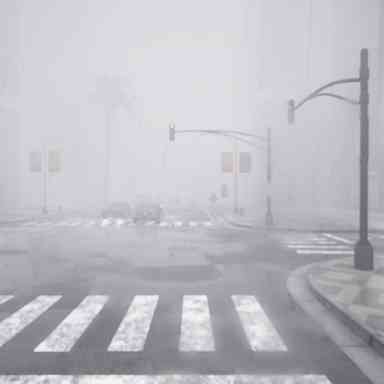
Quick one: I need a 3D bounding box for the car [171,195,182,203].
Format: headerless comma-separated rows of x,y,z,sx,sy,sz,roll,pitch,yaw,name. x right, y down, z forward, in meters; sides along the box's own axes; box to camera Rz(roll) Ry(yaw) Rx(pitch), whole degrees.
-3.212,1.418,70.080,2.097,1.767,4.553,0,0,0,car

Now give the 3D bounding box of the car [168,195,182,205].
-3.218,1.454,60.044,2.097,1.767,4.553,0,0,0,car

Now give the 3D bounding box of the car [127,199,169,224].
-3.134,1.520,24.584,2.033,1.411,5.357,0,0,0,car

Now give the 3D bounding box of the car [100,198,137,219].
-6.582,1.524,29.568,2.033,1.411,5.357,0,0,0,car

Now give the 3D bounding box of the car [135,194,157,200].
-6.572,1.240,45.867,2.150,2.045,5.566,0,0,0,car

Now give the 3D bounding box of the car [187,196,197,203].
0.038,1.603,70.106,2.033,1.411,5.357,0,0,0,car

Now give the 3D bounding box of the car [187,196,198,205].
0.083,1.703,60.102,1.895,1.301,4.718,0,0,1,car
